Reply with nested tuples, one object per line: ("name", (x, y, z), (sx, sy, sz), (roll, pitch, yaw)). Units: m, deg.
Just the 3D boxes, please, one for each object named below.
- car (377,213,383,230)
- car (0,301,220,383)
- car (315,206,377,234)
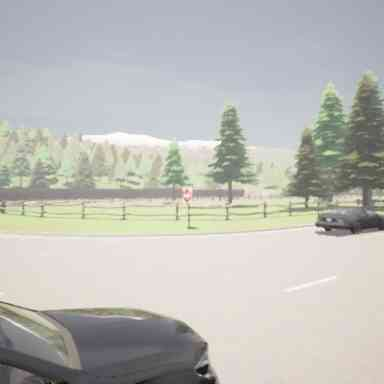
("car", (11.102, 1.500, 15.966), (4.674, 1.442, 1.812), (0, 0, -35))
("car", (-1.927, 1.526, 2.371), (4.674, 1.442, 1.812), (0, 0, -36))
("car", (9.235, 1.522, 18.933), (5.357, 1.411, 2.033), (0, 0, -35))
